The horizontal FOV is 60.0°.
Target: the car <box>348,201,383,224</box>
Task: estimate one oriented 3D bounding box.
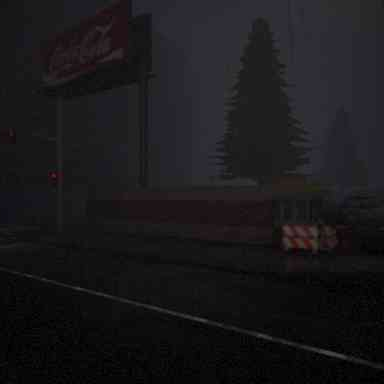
[{"bbox_3d":[13.081,1.360,22.652,4.193,1.474,1.816,-1,0,35],"label":"car"}]

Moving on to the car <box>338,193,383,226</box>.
[{"bbox_3d":[11.142,1.174,20.594,3.866,1.878,1.905,-1,0,35],"label":"car"}]
